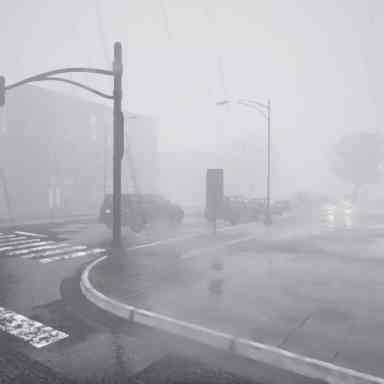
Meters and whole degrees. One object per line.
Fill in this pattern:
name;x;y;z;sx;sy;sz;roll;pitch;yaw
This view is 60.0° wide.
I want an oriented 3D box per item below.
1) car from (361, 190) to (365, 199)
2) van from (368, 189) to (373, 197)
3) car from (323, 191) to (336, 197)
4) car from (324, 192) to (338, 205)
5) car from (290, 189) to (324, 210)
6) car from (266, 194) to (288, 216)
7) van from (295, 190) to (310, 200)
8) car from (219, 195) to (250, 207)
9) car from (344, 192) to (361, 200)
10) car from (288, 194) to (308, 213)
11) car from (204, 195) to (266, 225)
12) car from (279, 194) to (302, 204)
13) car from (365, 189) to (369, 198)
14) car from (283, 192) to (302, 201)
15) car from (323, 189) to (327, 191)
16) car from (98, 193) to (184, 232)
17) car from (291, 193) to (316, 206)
car;31.117;0.750;63.186;1.802;1.307;4.206;1;2;35
van;40.587;0.301;76.852;1.690;1.788;3.998;1;2;35
car;33.687;0.436;81.616;2.008;1.369;4.403;2;2;35
car;18.495;1.008;44.959;1.947;1.339;4.313;1;2;35
car;12.187;0.892;35.840;2.192;1.841;5.009;1;2;35
car;5.874;1.151;26.729;1.967;1.590;4.097;1;2;35
van;21.067;0.504;63.384;1.690;1.788;3.998;1;2;35
car;5.287;1.069;40.606;1.947;1.339;4.313;1;2;35
car;27.962;0.788;58.628;2.008;1.369;4.403;1;2;35
car;9.029;1.195;31.289;2.008;1.369;4.403;1;2;35
car;2.719;1.093;22.169;2.192;1.841;5.009;1;2;35
car;14.818;0.970;49.660;1.895;1.301;4.718;1;1;35
car;34.370;0.622;67.881;1.752;1.417;4.829;1;2;35
car;17.813;0.759;58.692;1.752;1.417;4.829;1;2;35
car;27.378;0.464;72.500;1.967;1.590;4.097;1;2;35
car;-2.721;1.044;19.056;2.150;2.045;5.566;1;1;35
car;15.040;0.924;44.613;1.882;1.535;5.008;1;1;35
